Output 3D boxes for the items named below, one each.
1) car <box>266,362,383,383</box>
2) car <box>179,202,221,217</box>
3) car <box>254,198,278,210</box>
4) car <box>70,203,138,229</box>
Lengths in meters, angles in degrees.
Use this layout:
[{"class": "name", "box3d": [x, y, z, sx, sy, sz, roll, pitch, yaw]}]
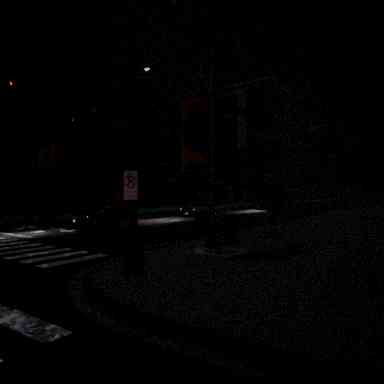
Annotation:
[{"class": "car", "box3d": [2.198, 1.551, 1.278, 4.403, 1.369, 2.008, 0, 0, 36]}, {"class": "car", "box3d": [0.818, 1.642, 31.688, 1.895, 1.301, 4.718, 0, 0, 36]}, {"class": "car", "box3d": [9.935, 1.569, 44.518, 2.128, 1.511, 4.902, 0, 0, 36]}, {"class": "car", "box3d": [-5.781, 1.512, 22.332, 2.128, 1.511, 4.902, 0, 0, 36]}]
